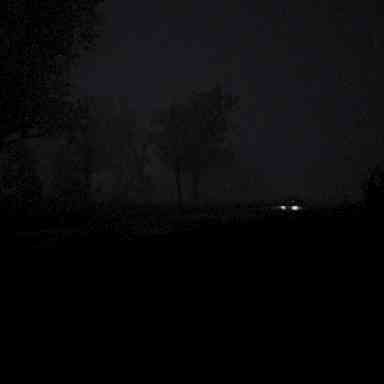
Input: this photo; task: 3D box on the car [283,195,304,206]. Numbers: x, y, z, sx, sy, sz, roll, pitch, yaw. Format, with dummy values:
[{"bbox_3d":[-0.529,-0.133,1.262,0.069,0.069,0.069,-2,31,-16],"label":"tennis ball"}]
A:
[{"bbox_3d":[14.484,1.192,47.193,1.837,1.490,4.892,0,0,35],"label":"car"}]
